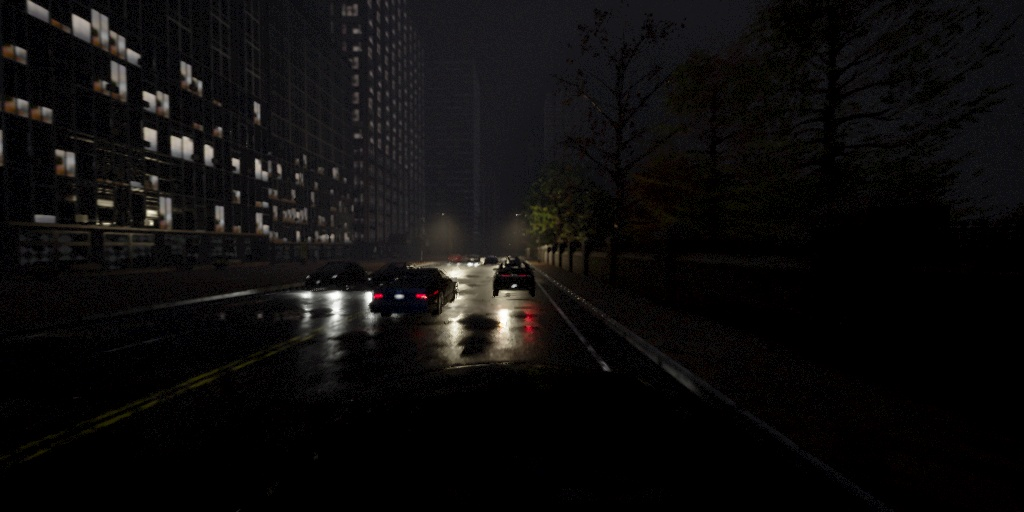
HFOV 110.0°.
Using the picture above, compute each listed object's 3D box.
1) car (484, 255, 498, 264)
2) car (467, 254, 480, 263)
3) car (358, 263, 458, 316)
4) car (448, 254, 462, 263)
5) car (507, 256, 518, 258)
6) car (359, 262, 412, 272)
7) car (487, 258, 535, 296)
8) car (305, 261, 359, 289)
[{"bbox_3d":[-3.162,0.574,55.235,1.994,1.385,4.181,0,1,0],"label":"car"},{"bbox_3d":[-6.546,0.414,61.827,2.128,1.511,4.902,0,1,1],"label":"car"},{"bbox_3d":[-3.152,1.148,12.532,2.033,1.411,5.357,0,1,0],"label":"car"},{"bbox_3d":[-9.794,0.397,61.815,1.882,1.535,5.008,0,1,1],"label":"car"},{"bbox_3d":[0.078,0.756,40.901,2.033,1.411,5.357,0,1,0],"label":"car"},{"bbox_3d":[-6.602,1.033,20.833,2.033,1.411,5.357,0,1,0],"label":"car"},{"bbox_3d":[0.096,1.022,17.610,2.128,1.511,4.902,0,1,0],"label":"car"},{"bbox_3d":[-9.859,1.014,20.572,1.812,1.442,4.674,0,1,0],"label":"car"}]
